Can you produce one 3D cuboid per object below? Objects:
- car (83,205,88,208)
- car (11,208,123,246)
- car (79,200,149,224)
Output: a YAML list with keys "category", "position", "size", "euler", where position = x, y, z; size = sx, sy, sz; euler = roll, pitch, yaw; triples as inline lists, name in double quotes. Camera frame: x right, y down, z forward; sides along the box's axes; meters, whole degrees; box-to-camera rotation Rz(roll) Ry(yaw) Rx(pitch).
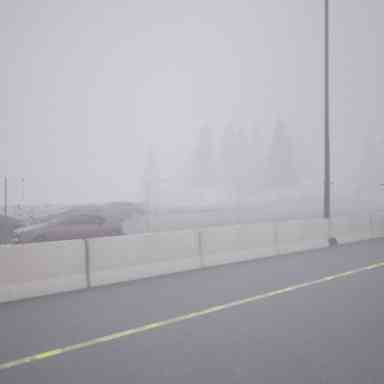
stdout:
- category: "car"
  position: [-6.914, 1.516, 20.548]
  size: [5.357, 1.411, 2.033]
  euler: [0, 0, -35]
- category: "car"
  position: [-4.897, 1.544, 13.388]
  size: [4.181, 1.385, 1.994]
  euler: [0, 0, -35]
- category: "car"
  position: [-5.943, 1.459, 25.527]
  size: [4.892, 1.490, 1.837]
  euler: [0, 0, -35]
